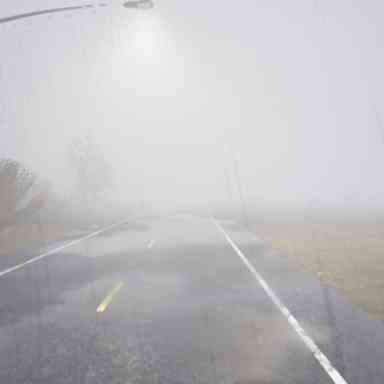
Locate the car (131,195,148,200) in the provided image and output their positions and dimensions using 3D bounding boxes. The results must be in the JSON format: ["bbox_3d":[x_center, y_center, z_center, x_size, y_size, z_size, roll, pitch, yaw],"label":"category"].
[{"bbox_3d":[-14.526,1.531,91.799,4.718,1.301,1.895,0,0,-2],"label":"car"}]

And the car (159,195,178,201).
[{"bbox_3d":[-5.963,1.514,85.038,4.902,1.511,2.128,0,0,-1],"label":"car"}]
